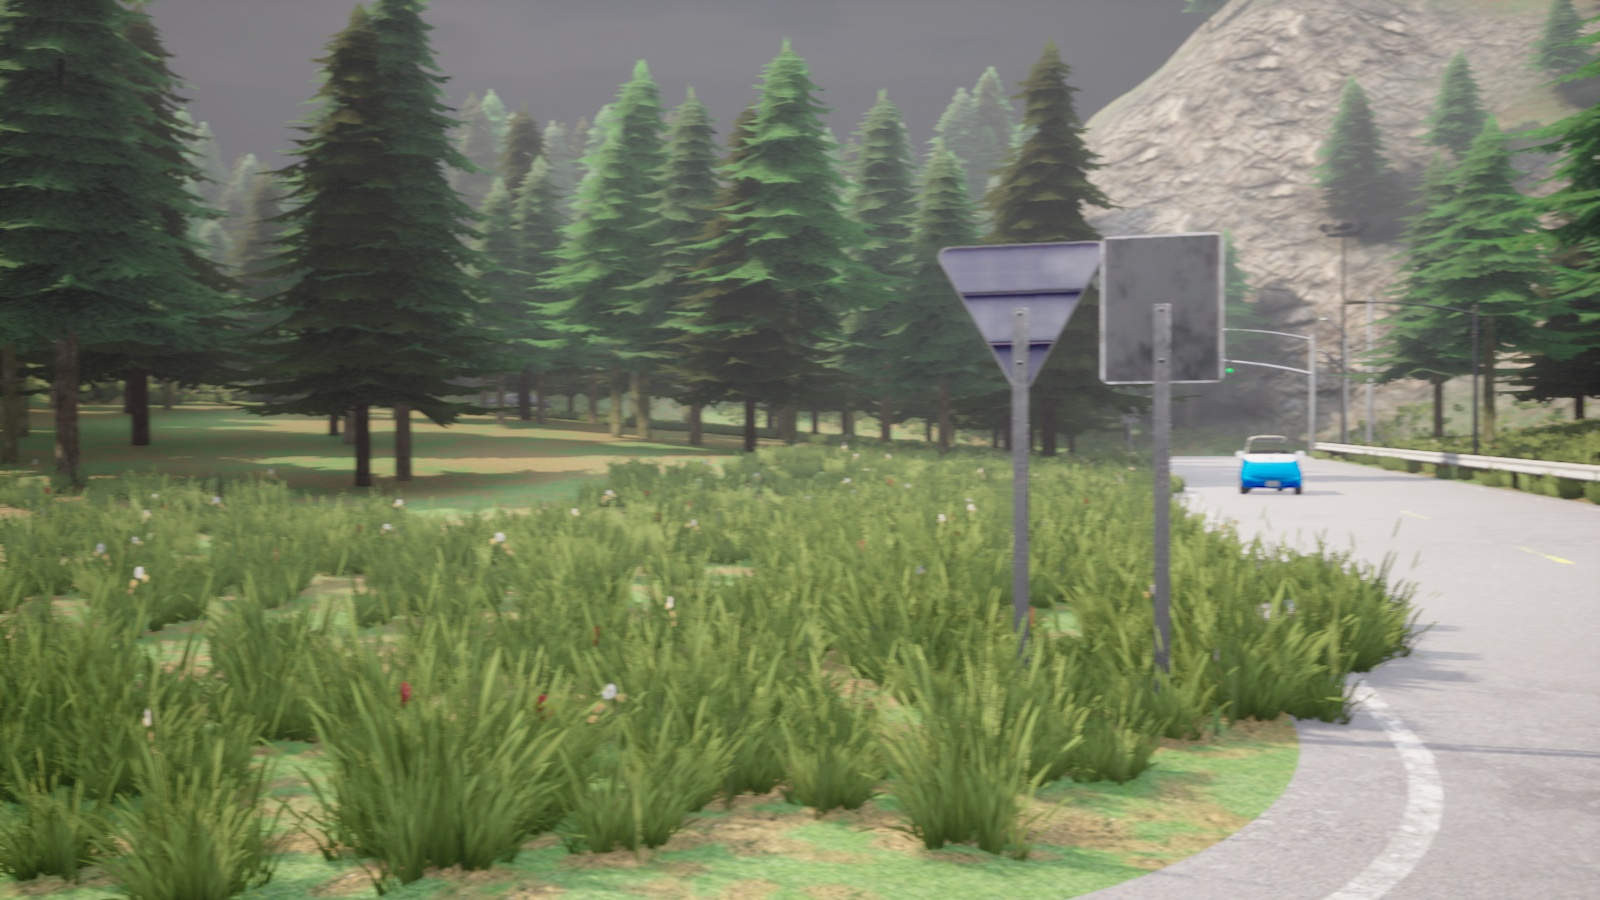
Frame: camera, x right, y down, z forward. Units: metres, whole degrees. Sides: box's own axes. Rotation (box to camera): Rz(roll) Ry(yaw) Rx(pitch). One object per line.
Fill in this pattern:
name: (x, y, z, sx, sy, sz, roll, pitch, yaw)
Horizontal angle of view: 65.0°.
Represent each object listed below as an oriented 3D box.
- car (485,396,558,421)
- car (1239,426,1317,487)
car: (-20.311, -3.040, 91.683, 4.892, 1.490, 1.837, 3, 0, -5)
car: (11.249, 0.141, 29.665, 1.481, 1.376, 2.207, -1, 1, 15)
